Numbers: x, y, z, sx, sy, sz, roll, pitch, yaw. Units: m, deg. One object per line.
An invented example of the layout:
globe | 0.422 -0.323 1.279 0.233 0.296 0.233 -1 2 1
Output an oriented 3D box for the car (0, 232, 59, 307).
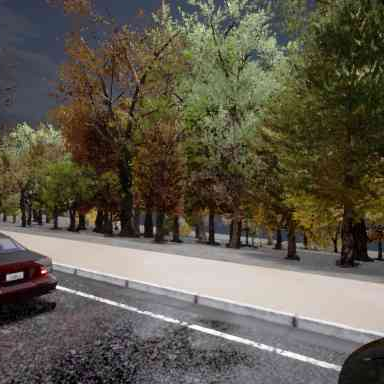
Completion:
car | -5.163 1.546 7.397 5.357 1.411 2.033 0 0 36

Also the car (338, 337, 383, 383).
car | 3.266 1.478 1.339 5.008 1.535 1.882 0 0 36
